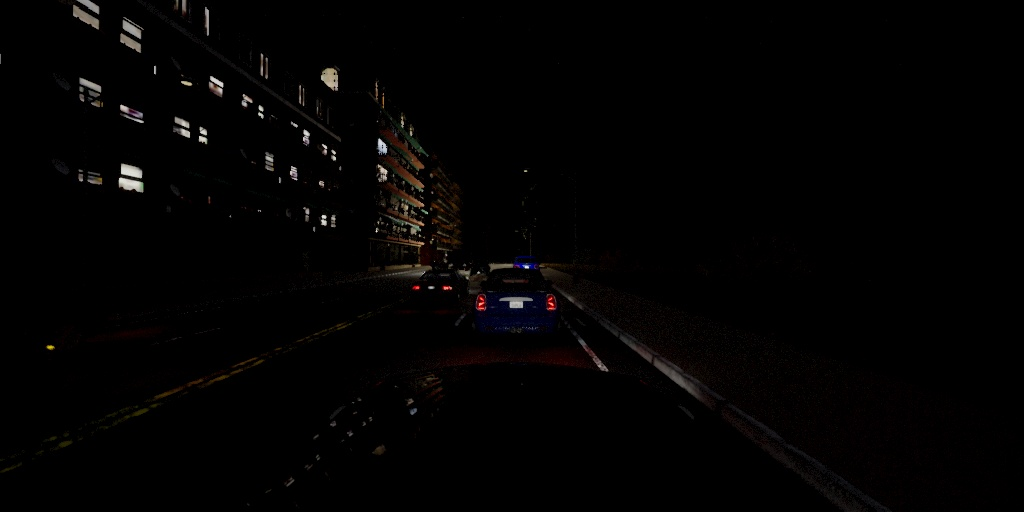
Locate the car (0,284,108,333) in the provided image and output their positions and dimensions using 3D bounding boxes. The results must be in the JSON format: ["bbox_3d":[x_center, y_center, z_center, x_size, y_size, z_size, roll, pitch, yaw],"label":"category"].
[{"bbox_3d":[-9.852,1.255,5.819,1.837,1.490,4.892,0,0,0],"label":"car"}]

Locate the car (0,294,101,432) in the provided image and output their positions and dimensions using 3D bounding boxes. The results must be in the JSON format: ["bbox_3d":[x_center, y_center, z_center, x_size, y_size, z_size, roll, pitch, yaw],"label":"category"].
[{"bbox_3d":[-6.603,1.276,2.600,1.812,1.442,4.674,0,0,0],"label":"car"}]

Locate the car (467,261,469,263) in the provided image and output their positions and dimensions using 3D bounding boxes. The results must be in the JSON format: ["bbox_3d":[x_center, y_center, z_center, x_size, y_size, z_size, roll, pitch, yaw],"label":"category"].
[{"bbox_3d":[-3.154,1.260,36.593,1.837,1.490,4.892,0,1,0],"label":"car"}]

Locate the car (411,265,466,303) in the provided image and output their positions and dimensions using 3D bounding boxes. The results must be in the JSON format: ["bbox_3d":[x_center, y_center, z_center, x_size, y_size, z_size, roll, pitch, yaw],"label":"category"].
[{"bbox_3d":[-3.155,1.299,16.584,2.033,1.411,5.357,0,0,0],"label":"car"}]

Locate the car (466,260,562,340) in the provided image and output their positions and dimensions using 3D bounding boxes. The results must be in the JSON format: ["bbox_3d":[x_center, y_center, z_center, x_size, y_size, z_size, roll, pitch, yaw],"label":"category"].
[{"bbox_3d":[0.097,1.103,10.099,2.097,1.767,4.553,0,0,0],"label":"car"}]

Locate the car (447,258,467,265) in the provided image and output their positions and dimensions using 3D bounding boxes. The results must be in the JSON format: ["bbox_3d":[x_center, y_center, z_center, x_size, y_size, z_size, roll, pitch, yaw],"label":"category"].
[{"bbox_3d":[-6.603,1.105,45.866,2.097,1.767,4.553,0,0,0],"label":"car"}]

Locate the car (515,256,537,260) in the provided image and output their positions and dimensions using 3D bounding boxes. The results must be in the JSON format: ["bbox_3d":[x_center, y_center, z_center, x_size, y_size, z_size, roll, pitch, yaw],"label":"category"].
[{"bbox_3d":[1.135,0.979,30.053,2.150,2.045,5.566,0,0,0],"label":"car"}]

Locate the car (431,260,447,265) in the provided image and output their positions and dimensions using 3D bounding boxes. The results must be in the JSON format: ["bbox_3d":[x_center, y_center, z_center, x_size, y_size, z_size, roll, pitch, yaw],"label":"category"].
[{"bbox_3d":[-9.851,1.244,49.466,2.128,1.511,4.902,0,0,0],"label":"car"}]
